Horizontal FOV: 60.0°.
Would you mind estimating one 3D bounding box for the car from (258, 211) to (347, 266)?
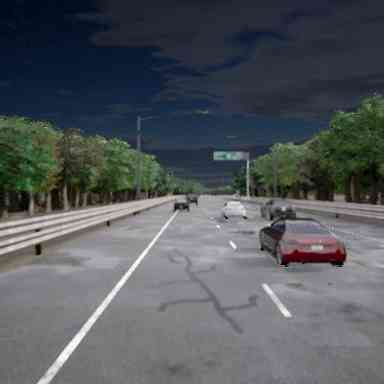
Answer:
[{"bbox_3d":[3.599,1.573,11.564,1.994,1.385,4.181,0,0,0],"label":"car"}]

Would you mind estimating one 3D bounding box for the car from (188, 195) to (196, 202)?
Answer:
[{"bbox_3d":[-0.005,1.499,77.147,1.882,1.535,5.008,0,0,0],"label":"car"}]

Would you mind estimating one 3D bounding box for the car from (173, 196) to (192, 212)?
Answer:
[{"bbox_3d":[-1.228,1.533,40.183,1.882,1.535,5.008,0,0,0],"label":"car"}]

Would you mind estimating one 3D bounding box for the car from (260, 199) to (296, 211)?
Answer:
[{"bbox_3d":[7.098,1.383,27.839,2.097,1.767,4.553,0,0,0],"label":"car"}]

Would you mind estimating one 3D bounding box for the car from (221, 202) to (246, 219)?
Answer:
[{"bbox_3d":[3.599,1.559,29.215,1.812,1.442,4.674,0,0,0],"label":"car"}]

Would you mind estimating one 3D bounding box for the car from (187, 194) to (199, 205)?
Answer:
[{"bbox_3d":[-0.004,1.323,59.236,2.150,2.045,5.566,0,0,0],"label":"car"}]
